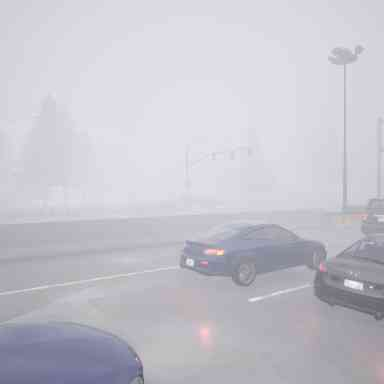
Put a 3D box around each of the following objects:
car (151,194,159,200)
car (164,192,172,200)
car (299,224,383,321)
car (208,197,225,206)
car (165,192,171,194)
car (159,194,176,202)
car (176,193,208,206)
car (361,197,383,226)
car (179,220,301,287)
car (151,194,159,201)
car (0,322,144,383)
[{"bbox_3d":[-10.251,1.318,91.928,2.097,1.767,4.553,0,0,-3],"label":"car"},{"bbox_3d":[-6.802,1.147,93.884,2.150,2.045,5.566,0,0,-3],"label":"car"},{"bbox_3d":[4.418,1.564,6.893,4.181,1.385,1.994,0,0,-35],"label":"car"},{"bbox_3d":[3.295,1.547,55.813,2.033,1.411,5.357,0,0,-29],"label":"car"},{"bbox_3d":[-5.096,1.225,78.591,2.150,2.045,5.566,0,0,-14],"label":"car"},{"bbox_3d":[-4.312,1.600,63.836,1.895,1.301,4.718,0,0,-22],"label":"car"},{"bbox_3d":[-0.064,1.221,54.762,2.150,2.045,5.566,0,0,-28],"label":"car"},{"bbox_3d":[9.908,1.223,15.103,5.566,2.045,2.150,0,0,-35],"label":"car"},{"bbox_3d":[1.833,1.526,9.348,4.674,1.442,1.812,0,0,-35],"label":"car"},{"bbox_3d":[-8.368,1.540,77.155,2.033,1.411,5.357,0,0,-14],"label":"car"},{"bbox_3d":[-2.500,1.526,1.928,4.674,1.442,1.812,0,0,-36],"label":"car"}]
